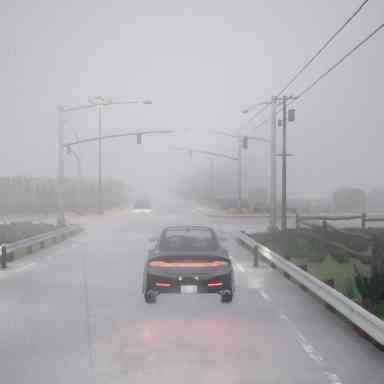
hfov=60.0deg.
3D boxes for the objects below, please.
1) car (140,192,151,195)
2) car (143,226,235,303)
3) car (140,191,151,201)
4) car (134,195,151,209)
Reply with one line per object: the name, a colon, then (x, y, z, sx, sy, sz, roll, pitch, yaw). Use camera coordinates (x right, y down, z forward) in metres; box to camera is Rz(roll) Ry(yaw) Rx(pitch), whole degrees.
car: (-7.808, 1.226, 54.486, 1.812, 1.442, 4.674, 0, 1, -7)
car: (-0.098, 1.613, 8.444, 2.128, 1.511, 4.902, 0, -2, -1)
car: (-9.577, 0.794, 68.939, 2.097, 1.767, 4.553, 0, 1, -7)
car: (-6.360, 1.470, 42.916, 1.994, 1.385, 4.181, 0, 1, -7)
